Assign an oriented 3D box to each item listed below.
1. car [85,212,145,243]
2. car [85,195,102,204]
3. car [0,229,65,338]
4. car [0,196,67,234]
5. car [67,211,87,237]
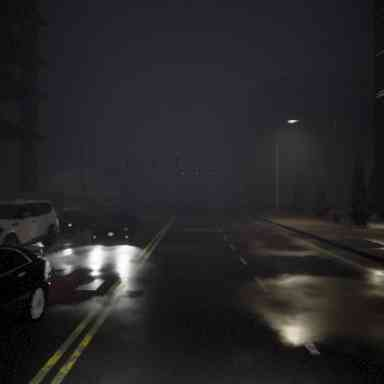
[{"bbox_3d":[-3.588,1.685,16.674,1.994,1.385,4.181,0,0,0],"label":"car"},{"bbox_3d":[-26.777,2.050,90.503,1.970,1.475,3.806,0,0,0],"label":"car"},{"bbox_3d":[-3.600,1.539,4.445,1.837,1.490,4.892,0,-1,0],"label":"car"},{"bbox_3d":[-7.101,1.316,12.876,2.150,2.045,5.566,0,0,0],"label":"car"},{"bbox_3d":[-7.014,1.794,19.290,1.895,1.301,4.718,0,0,0],"label":"car"}]
